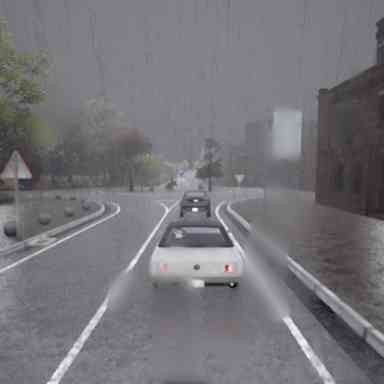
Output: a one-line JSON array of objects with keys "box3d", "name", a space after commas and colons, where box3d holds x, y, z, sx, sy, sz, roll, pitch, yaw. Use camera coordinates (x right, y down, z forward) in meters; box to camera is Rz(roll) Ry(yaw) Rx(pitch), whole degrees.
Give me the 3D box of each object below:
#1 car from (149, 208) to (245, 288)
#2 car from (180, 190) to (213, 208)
[{"box3d": [0.080, 1.373, 8.628, 1.895, 1.301, 4.718, 0, 3, 0], "name": "car"}, {"box3d": [0.260, 0.661, 21.495, 1.837, 1.490, 4.892, 0, 2, 2], "name": "car"}]
